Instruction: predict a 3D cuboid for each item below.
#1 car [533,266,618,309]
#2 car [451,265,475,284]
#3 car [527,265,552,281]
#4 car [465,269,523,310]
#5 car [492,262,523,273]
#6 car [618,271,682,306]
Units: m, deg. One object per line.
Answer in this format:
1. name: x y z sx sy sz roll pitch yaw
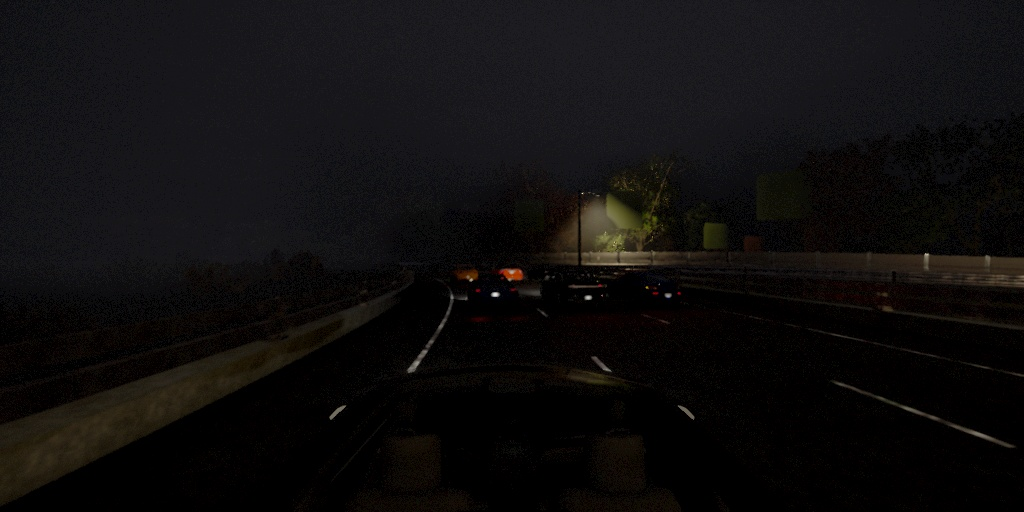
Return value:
1. car: 2.573 1.389 15.963 2.128 1.511 4.902 0 0 -8
2. car: -4.197 1.528 31.186 1.882 1.535 5.008 0 0 -16
3. car: 2.776 1.556 32.259 2.128 1.511 4.902 0 0 -16
4. car: -0.902 1.456 15.557 1.994 1.385 4.181 0 -1 -8
5. car: -0.589 1.404 31.294 2.097 1.767 4.553 0 -1 -16
6. car: 5.996 1.430 16.751 1.812 1.442 4.674 0 0 -8
